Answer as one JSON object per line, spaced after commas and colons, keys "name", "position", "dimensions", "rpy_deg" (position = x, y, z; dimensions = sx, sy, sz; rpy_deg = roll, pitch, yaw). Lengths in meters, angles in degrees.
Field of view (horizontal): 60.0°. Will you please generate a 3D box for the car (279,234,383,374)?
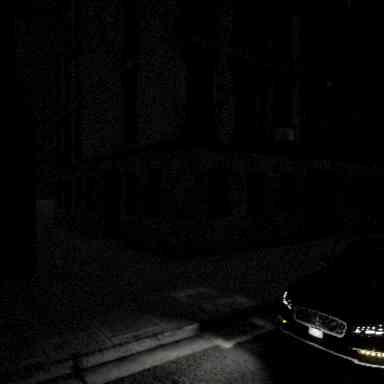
{"name": "car", "position": [3.532, 1.524, 5.589], "dimensions": [4.892, 1.490, 1.837], "rpy_deg": [0, 0, -35]}
